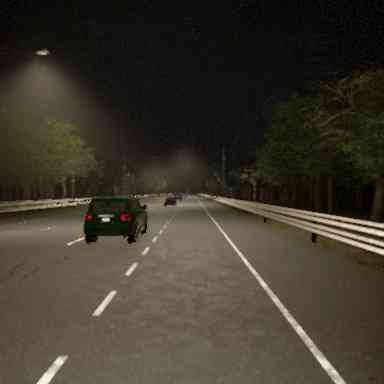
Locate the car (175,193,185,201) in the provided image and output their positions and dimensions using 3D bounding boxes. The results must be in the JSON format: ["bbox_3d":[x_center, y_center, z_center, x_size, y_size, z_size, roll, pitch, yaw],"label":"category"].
[{"bbox_3d":[-3.567,1.289,84.990,2.150,2.045,5.566,0,0,0],"label":"car"}]

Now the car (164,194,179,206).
[{"bbox_3d":[-3.544,1.566,55.284,1.812,1.442,4.674,0,0,0],"label":"car"}]

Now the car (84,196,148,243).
[{"bbox_3d":[-3.506,1.216,16.191,2.150,2.045,5.566,0,0,0],"label":"car"}]
